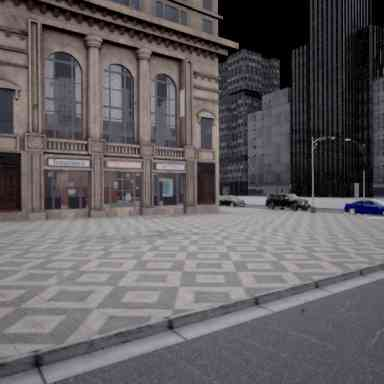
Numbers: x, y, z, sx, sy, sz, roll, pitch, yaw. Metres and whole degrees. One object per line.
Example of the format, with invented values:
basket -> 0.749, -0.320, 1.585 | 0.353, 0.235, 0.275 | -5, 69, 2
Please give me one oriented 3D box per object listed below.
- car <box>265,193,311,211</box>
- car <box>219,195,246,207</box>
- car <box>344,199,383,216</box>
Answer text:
car -> 11.128, 1.141, 38.951 | 2.150, 2.045, 5.566 | -1, 0, -34
car -> 5.557, 1.244, 47.216 | 2.097, 1.767, 4.553 | -1, 0, -34
car -> 16.698, 1.426, 30.714 | 1.882, 1.535, 5.008 | -1, 1, -35
